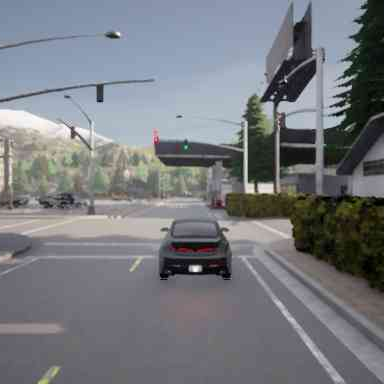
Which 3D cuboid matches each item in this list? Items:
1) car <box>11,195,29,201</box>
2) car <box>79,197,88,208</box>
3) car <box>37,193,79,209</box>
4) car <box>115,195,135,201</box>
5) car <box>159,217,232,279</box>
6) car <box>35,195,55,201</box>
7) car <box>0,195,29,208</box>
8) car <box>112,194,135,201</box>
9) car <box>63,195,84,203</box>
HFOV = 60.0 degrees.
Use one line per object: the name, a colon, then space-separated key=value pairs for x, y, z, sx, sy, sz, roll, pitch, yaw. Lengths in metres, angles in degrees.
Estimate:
car: x=-42.534 y=1.459 z=82.359 sx=3.633 sy=1.501 sz=1.845 roll=0 pitch=0 yaw=-1
car: x=-16.179 y=1.408 z=45.128 sx=3.806 sy=1.475 sz=1.970 roll=0 pitch=0 yaw=-1
car: x=-16.771 y=1.120 z=41.800 sx=3.866 sy=1.878 sz=1.905 roll=0 pitch=0 yaw=-1
car: x=-16.501 y=1.425 z=82.521 sx=4.514 sy=1.523 sz=2.007 roll=0 pitch=0 yaw=-1
car: x=0.088 y=1.515 z=10.051 sx=1.837 sy=1.490 sz=4.892 roll=0 pitch=0 yaw=0
car: x=-35.096 y=1.467 z=79.422 sx=3.806 sy=1.475 sz=1.970 roll=0 pitch=0 yaw=-1
car: x=-24.658 y=1.144 z=45.041 sx=4.605 sy=1.855 sz=1.932 roll=0 pitch=0 yaw=-1
car: x=-16.430 y=1.413 z=79.384 sx=5.027 sy=1.636 sz=2.152 roll=0 pitch=0 yaw=-1
car: x=-24.035 y=1.390 z=67.494 sx=3.633 sy=1.501 sz=1.845 roll=0 pitch=0 yaw=-1
